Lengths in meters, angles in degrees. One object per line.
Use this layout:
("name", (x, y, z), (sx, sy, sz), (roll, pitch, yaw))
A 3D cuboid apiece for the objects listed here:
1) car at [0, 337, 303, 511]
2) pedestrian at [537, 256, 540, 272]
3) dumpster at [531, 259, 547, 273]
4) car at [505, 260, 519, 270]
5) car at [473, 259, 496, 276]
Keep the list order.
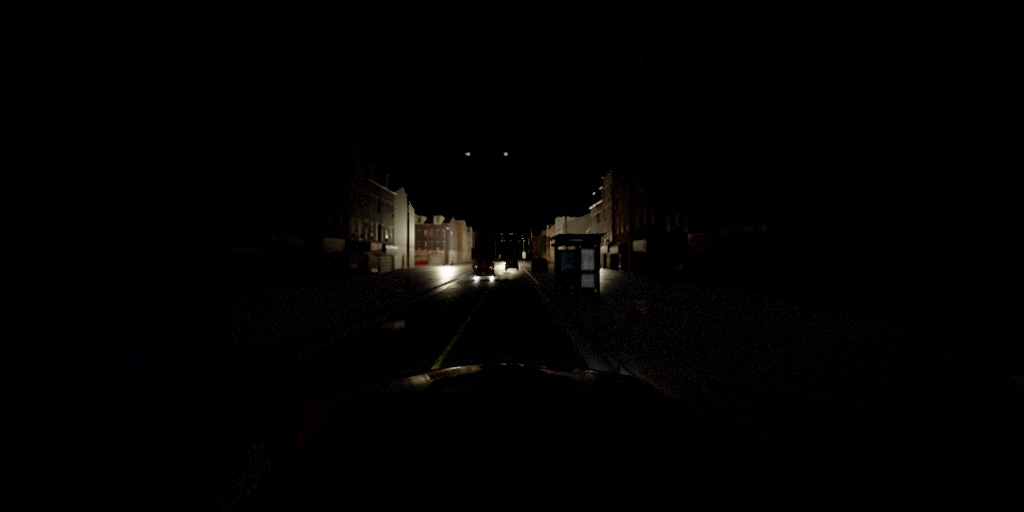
("car", (-2.840, 1.227, 1.181), (1.882, 1.535, 5.008), (0, 0, 0))
("pedestrian", (2.996, 0.912, 41.039), (0.375, 1.860, 0.375), (0, 0, -10))
("dumpster", (2.996, 1.165, 40.029), (1.020, 1.700, 1.940), (0, 0, 0))
("car", (0.012, 1.260, 51.850), (1.882, 1.535, 5.008), (0, 0, 1))
("car", (-2.851, 1.116, 37.608), (2.097, 1.767, 4.553), (0, 0, 0))
